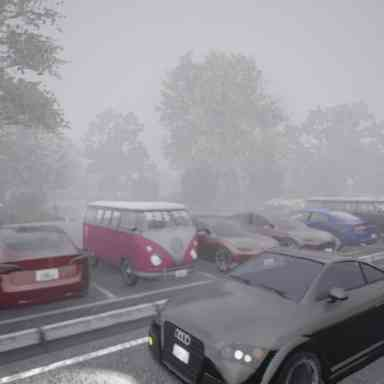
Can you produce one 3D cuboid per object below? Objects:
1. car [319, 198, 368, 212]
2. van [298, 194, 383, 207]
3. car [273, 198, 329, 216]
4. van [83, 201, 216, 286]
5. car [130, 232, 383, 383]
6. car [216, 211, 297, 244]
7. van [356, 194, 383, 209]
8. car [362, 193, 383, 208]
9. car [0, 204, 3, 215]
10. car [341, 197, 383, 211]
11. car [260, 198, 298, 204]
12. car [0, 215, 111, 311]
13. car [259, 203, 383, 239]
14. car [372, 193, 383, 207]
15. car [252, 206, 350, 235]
[{"bbox_3d":[17.776,1.480,39.255,2.163,1.488,4.792,0,0,-36],"label":"car"},{"bbox_3d":[7.590,1.236,15.776,1.878,1.987,4.442,0,0,-36],"label":"van"},{"bbox_3d":[11.094,1.452,34.282,1.946,1.575,5.366,0,0,-36],"label":"car"},{"bbox_3d":[-1.530,1.242,9.251,1.878,1.987,4.442,0,0,-36],"label":"van"},{"bbox_3d":[1.502,1.560,4.757,4.181,1.385,1.994,0,0,-36],"label":"car"},{"bbox_3d":[0.699,1.496,10.954,2.163,1.488,4.792,0,0,-36],"label":"car"},{"bbox_3d":[24.463,1.220,44.218,1.878,1.987,4.442,0,0,-36],"label":"van"},{"bbox_3d":[26.772,1.193,45.761,2.435,2.045,5.566,0,0,-36],"label":"car"},{"bbox_3d":[-11.769,1.219,18.117,2.435,2.045,5.566,0,0,-36],"label":"car"},{"bbox_3d":[22.166,1.445,42.660,1.946,1.575,5.366,0,0,-36],"label":"car"},{"bbox_3d":[8.725,1.458,32.822,2.231,1.521,4.892,0,0,-36],"label":"car"},{"bbox_3d":[-3.894,1.499,7.739,2.163,1.488,4.792,0,0,-36],"label":"car"},{"bbox_3d":[5.245,1.463,14.236,2.097,1.535,5.008,0,0,-36],"label":"car"},{"bbox_3d":[29.063,1.187,47.331,2.435,2.045,5.566,0,0,-36],"label":"car"},{"bbox_3d":[2.979,1.495,12.585,2.163,1.488,4.792,0,0,-36],"label":"car"}]
